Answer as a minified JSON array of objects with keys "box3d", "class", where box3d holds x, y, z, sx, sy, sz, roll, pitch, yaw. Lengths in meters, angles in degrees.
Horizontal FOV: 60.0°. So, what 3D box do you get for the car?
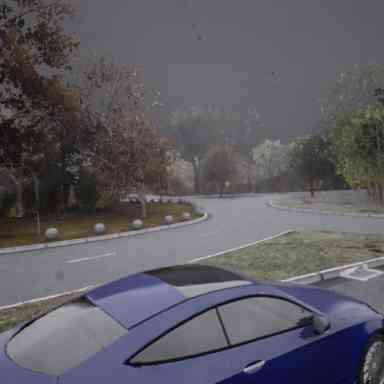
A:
[{"box3d":[0.206,1.517,3.427,4.674,1.442,1.812,0,0,-35],"class":"car"}]
